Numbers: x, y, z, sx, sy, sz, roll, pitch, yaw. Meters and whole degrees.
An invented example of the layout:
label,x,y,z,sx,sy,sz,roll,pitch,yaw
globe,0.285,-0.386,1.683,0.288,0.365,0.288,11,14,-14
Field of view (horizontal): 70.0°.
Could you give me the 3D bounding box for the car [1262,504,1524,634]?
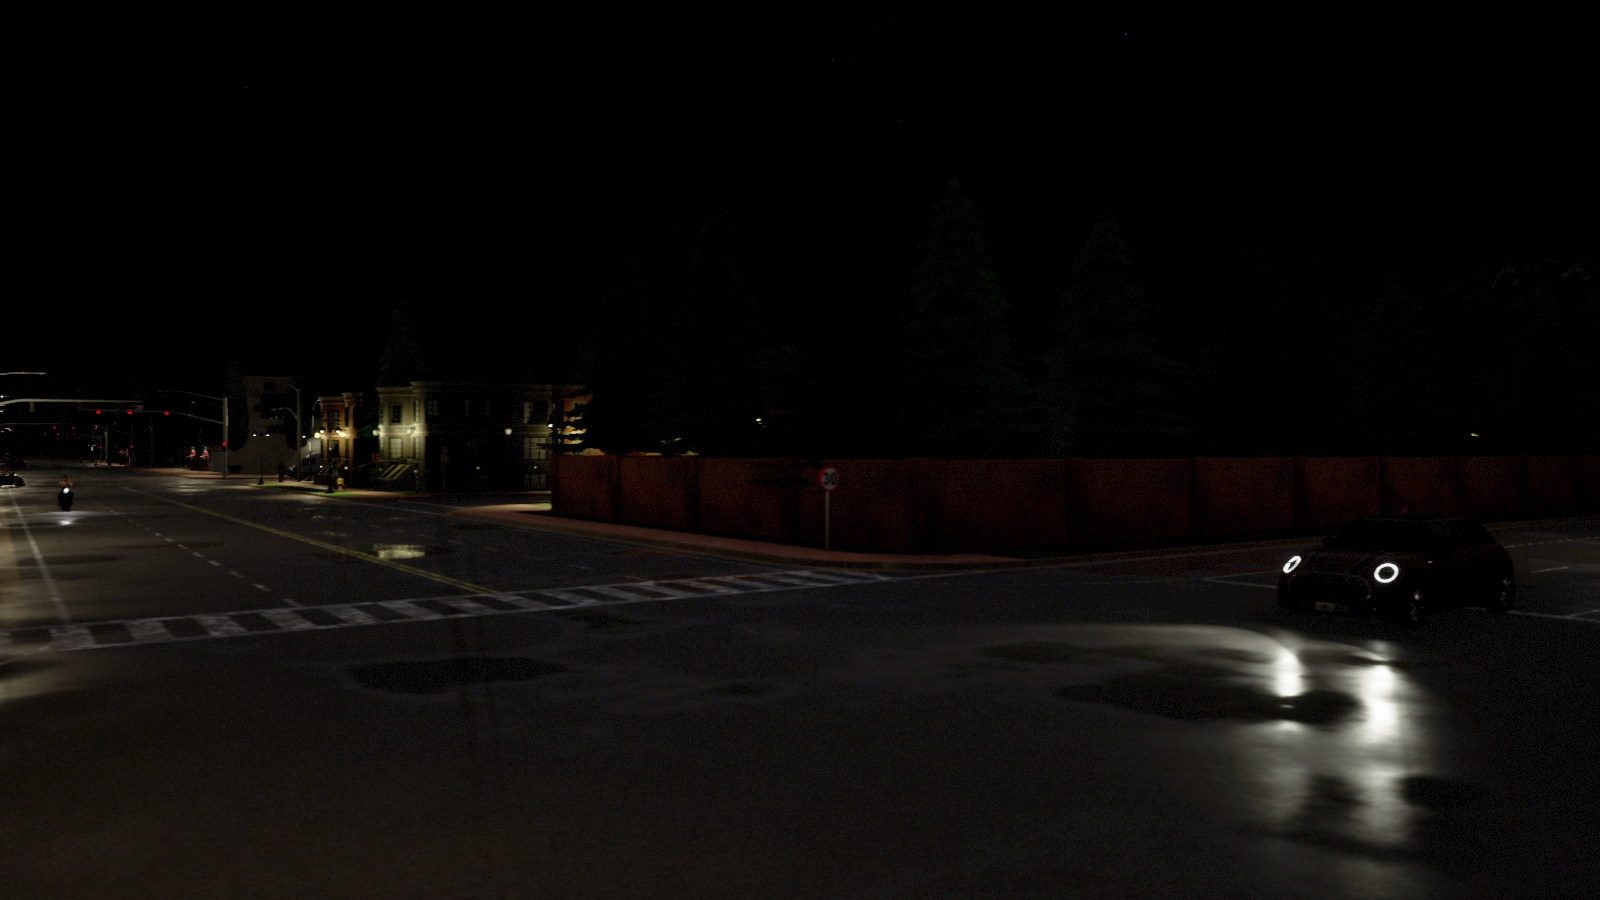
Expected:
label,x,y,z,sx,sy,sz,roll,pitch,yaw
car,10.147,1.905,19.459,4.553,1.767,2.097,0,0,-35
